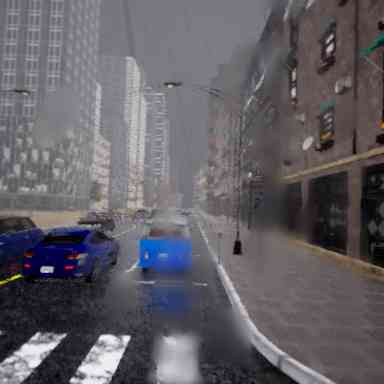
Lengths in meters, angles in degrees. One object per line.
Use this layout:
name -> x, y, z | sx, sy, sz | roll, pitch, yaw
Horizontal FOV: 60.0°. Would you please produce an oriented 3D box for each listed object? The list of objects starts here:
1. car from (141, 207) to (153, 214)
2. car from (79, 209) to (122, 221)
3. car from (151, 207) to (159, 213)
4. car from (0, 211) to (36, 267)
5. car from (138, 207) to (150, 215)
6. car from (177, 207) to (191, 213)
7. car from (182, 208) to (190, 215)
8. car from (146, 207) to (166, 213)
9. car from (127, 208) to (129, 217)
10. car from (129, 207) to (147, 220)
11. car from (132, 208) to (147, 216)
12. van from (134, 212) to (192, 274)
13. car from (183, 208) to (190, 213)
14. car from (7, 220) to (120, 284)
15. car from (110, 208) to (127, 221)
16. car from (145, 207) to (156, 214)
car -> -9.722, 4.128, 72.800 | 2.008, 1.369, 4.403 | 2, -2, 0
car -> -6.741, 2.183, 23.536 | 2.128, 1.511, 4.902 | 2, -2, 0
car -> -9.849, 4.774, 89.215 | 1.752, 1.417, 4.829 | 2, -2, 0
car -> -6.643, 1.542, 10.794 | 2.097, 1.767, 4.553 | 2, -2, 0
car -> -9.674, 3.793, 67.278 | 1.967, 1.590, 4.097 | 2, -2, 0
car -> -1.262, 4.013, 61.796 | 2.008, 1.369, 4.403 | 2, -2, 0
car -> -1.430, 4.802, 83.912 | 1.967, 1.590, 4.097 | 2, -2, 0
car -> -3.761, 2.772, 38.615 | 2.097, 1.767, 4.553 | 2, -2, 0
car -> -9.547, 3.200, 50.520 | 1.752, 1.417, 4.829 | 2, -2, 0
car -> -6.829, 3.087, 45.067 | 1.812, 1.442, 4.674 | 2, -3, 0
car -> -9.636, 3.680, 61.745 | 2.008, 1.369, 4.403 | 2, -2, 0
van -> -0.865, 1.809, 12.052 | 1.690, 1.788, 3.998 | 2, -2, 0
car -> -1.523, 5.398, 94.962 | 1.802, 1.307, 4.206 | 2, -2, 0
car -> -3.549, 1.825, 10.432 | 1.812, 1.442, 4.674 | 2, -2, 0
car -> -9.459, 2.677, 39.637 | 1.967, 1.590, 4.097 | 2, -2, 0
car -> -9.765, 4.347, 78.328 | 1.887, 1.381, 4.507 | 2, -2, 0
